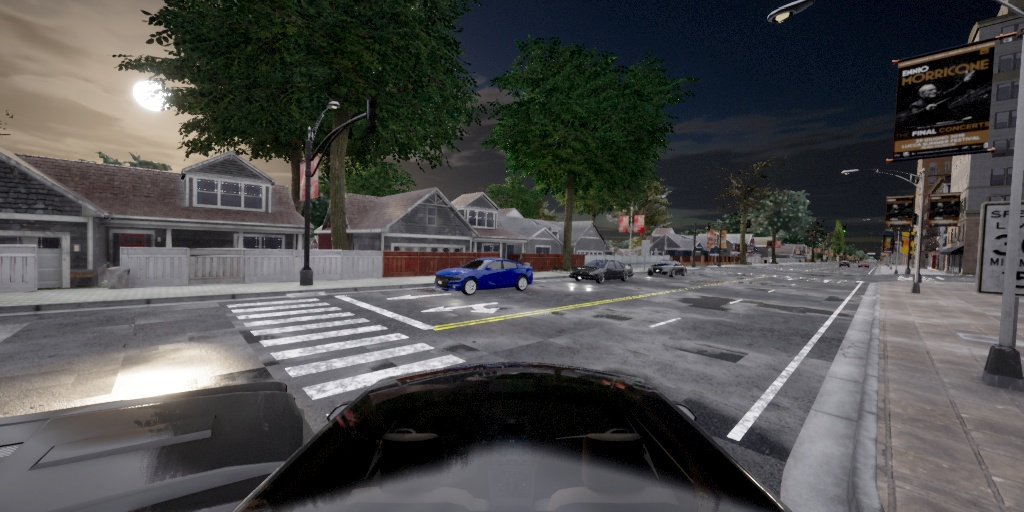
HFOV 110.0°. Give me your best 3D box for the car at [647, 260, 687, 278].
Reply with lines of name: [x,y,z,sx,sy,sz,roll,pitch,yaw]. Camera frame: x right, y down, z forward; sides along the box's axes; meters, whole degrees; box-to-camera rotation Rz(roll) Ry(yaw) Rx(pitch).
car: [13.163,1.014,30.321,4.181,1.385,1.994,0,2,-45]

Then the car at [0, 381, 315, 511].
car: [-3.308,1.294,1.244,4.718,1.301,1.895,1,2,-34]

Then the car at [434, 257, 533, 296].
car: [-1.159,0.825,16.437,5.008,1.535,1.882,0,2,-44]

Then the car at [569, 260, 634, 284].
car: [5.986,0.944,23.378,5.357,1.411,2.033,0,2,-44]
